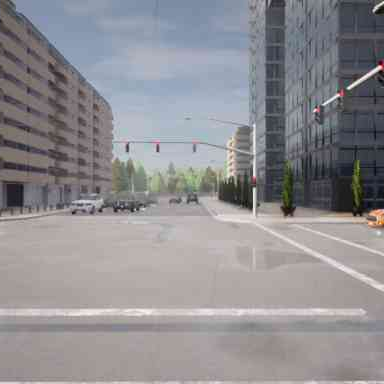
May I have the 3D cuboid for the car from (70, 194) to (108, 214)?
[{"bbox_3d":[-10.918,1.222,34.982,2.150,2.045,5.566,0,0,-1],"label":"car"}]

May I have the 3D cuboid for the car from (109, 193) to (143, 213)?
[{"bbox_3d":[-7.408,1.221,38.155,2.150,2.045,5.566,0,0,1],"label":"car"}]

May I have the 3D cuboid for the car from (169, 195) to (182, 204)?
[{"bbox_3d":[-3.414,1.526,64.283,1.812,1.442,4.674,0,0,1],"label":"car"}]

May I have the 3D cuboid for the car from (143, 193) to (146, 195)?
[{"bbox_3d":[-10.468,1.218,68.359,2.150,2.045,5.566,0,0,1],"label":"car"}]

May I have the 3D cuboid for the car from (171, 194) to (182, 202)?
[{"bbox_3d":[-3.389,1.355,74.301,2.097,1.767,4.553,0,0,1],"label":"car"}]

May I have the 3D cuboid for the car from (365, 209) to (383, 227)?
[{"bbox_3d":[13.585,1.407,21.136,4.553,1.767,2.097,0,0,0],"label":"car"}]

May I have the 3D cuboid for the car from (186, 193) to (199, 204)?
[{"bbox_3d":[0.080,1.221,63.864,2.150,2.045,5.566,0,0,1],"label":"car"}]

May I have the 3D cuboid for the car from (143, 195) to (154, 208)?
[{"bbox_3d":[-7.306,1.547,48.723,2.033,1.411,5.357,0,0,1],"label":"car"}]

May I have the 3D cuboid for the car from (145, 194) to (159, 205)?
[{"bbox_3d":[-7.151,1.564,59.446,1.994,1.385,4.181,0,0,1],"label":"car"}]

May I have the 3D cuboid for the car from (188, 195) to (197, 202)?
[{"bbox_3d":[0.119,1.500,74.577,1.837,1.490,4.892,0,0,1],"label":"car"}]
